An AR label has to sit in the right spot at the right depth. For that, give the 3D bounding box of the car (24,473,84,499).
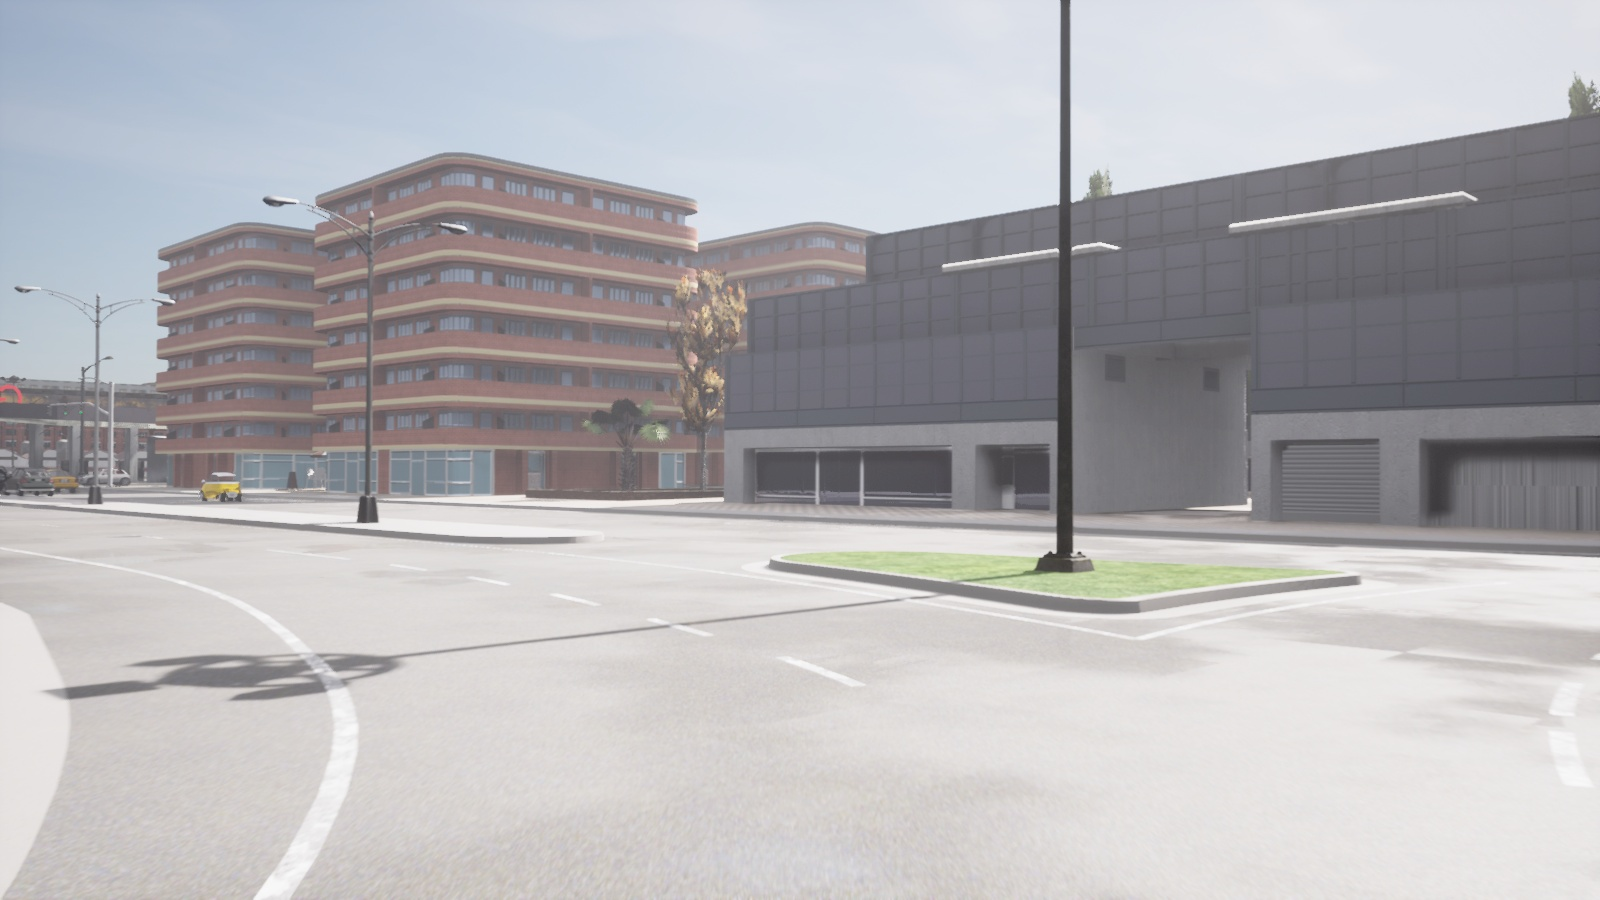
[{"bbox_3d":[-45.918,2.201,77.220,5.366,1.575,1.801,-1,-2,44],"label":"car"}]

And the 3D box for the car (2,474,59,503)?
[{"bbox_3d":[-42.086,2.082,68.627,3.705,1.549,1.789,-2,-2,44],"label":"car"}]

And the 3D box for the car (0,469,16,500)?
[{"bbox_3d":[-48.462,2.049,74.812,4.605,1.855,1.932,-1,-1,44],"label":"car"}]

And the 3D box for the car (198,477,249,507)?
[{"bbox_3d":[-27.071,1.949,58.943,2.207,1.376,1.481,-1,-1,44],"label":"car"}]
